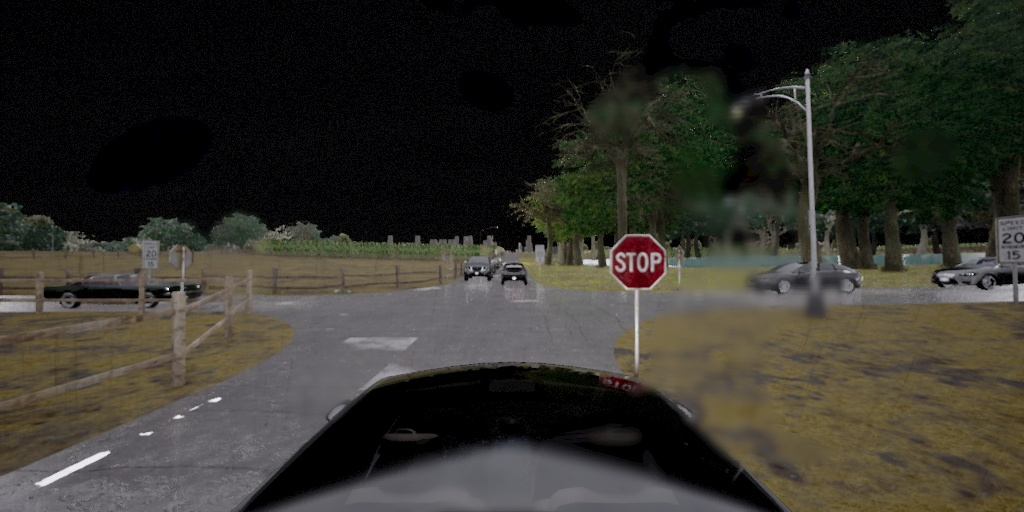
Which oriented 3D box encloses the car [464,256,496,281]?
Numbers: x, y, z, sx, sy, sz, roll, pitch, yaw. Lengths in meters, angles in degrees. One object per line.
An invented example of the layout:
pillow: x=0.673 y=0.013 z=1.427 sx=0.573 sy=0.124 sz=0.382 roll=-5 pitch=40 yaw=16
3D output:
car: x=-2.751 y=0.982 z=30.474 sx=2.150 sy=2.045 sz=5.566 roll=0 pitch=0 yaw=-1

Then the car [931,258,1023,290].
car: x=23.458 y=0.806 z=17.433 sx=4.902 sy=1.511 sz=2.128 roll=-2 pitch=-1 yaw=0

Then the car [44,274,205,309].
car: x=-15.440 y=1.373 z=14.499 sx=4.718 sy=1.301 sz=1.895 roll=0 pitch=-1 yaw=-1

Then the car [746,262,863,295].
car: x=14.071 y=1.060 z=17.425 sx=4.892 sy=1.490 sz=1.837 roll=-1 pitch=-1 yaw=0

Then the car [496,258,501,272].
car: x=-2.742 y=1.210 z=40.523 sx=2.128 sy=1.511 sz=4.902 roll=0 pitch=0 yaw=0

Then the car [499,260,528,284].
car: x=0.161 y=1.274 z=27.397 sx=1.837 sy=1.490 sz=4.892 roll=0 pitch=0 yaw=0
